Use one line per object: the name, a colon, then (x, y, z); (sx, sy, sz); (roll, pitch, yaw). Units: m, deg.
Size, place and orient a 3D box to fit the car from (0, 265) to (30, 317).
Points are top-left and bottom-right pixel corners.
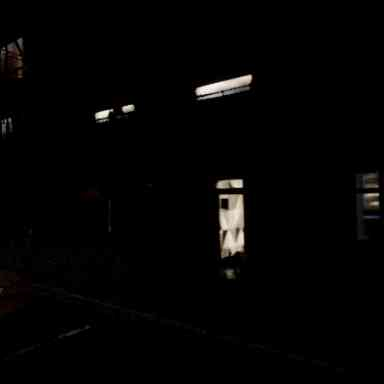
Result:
car: (-5.071, 1.608, 6.515); (4.829, 1.417, 1.752); (-1, -1, 36)
